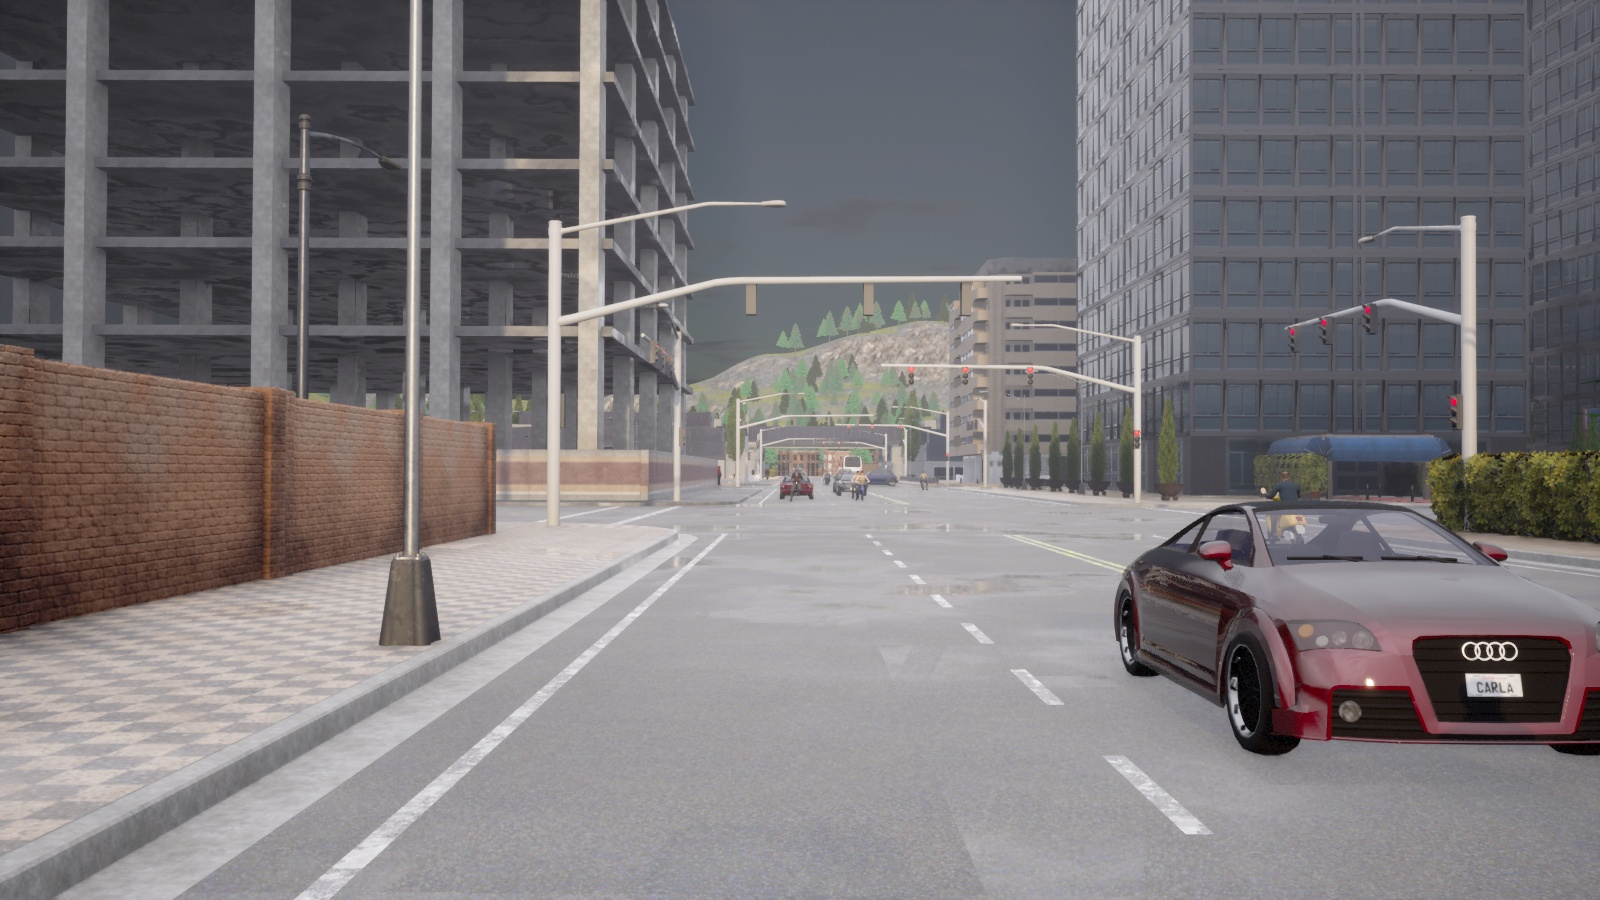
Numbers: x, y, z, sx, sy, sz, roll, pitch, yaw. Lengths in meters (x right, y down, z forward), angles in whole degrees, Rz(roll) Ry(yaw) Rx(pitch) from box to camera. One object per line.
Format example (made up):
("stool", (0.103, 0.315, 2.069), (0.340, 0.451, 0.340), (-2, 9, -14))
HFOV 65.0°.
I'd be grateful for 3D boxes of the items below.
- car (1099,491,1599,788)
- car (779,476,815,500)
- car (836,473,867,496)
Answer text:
("car", (3.480, 1.004, 8.286), (1.994, 1.385, 4.181), (0, -1, 0))
("car", (-0.164, 2.091, 70.149), (1.895, 1.301, 4.718), (0, -1, 0))
("car", (3.309, 2.183, 80.926), (1.812, 1.442, 4.674), (0, -1, 0))
